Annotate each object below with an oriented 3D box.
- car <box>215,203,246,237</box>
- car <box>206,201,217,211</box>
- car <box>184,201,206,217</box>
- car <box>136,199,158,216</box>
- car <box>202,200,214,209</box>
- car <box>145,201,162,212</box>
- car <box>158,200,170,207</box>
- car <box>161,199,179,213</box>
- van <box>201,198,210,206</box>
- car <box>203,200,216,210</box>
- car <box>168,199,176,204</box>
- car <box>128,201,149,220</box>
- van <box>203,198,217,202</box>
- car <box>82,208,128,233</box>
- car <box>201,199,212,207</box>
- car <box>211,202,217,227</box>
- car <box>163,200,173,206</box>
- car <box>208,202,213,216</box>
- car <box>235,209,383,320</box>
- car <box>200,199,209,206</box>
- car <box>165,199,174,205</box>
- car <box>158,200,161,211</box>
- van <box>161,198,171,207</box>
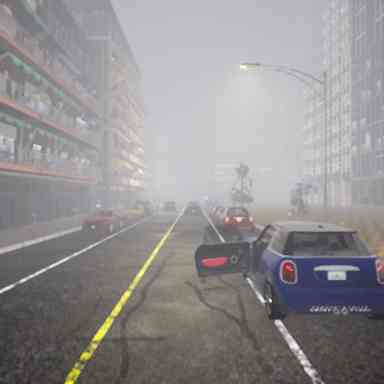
[{"bbox_3d":[2.745,1.662,21.257,1.967,1.590,4.097,0,-1,0],"label":"car"},{"bbox_3d":[2.789,1.985,37.834,1.802,1.307,4.206,0,-1,0],"label":"car"},{"bbox_3d":[0.176,1.950,36.043,1.994,1.385,4.181,0,-1,0],"label":"car"},{"bbox_3d":[-5.593,1.728,37.860,2.192,1.841,5.009,0,-1,0],"label":"car"},{"bbox_3d":[2.848,2.220,59.940,1.947,1.339,4.313,0,-1,0],"label":"car"},{"bbox_3d":[-5.561,2.087,48.910,2.008,1.369,4.403,0,-1,0],"label":"car"},{"bbox_3d":[-5.517,2.273,65.488,1.887,1.381,4.507,0,-1,0],"label":"car"},{"bbox_3d":[-2.886,2.000,45.216,1.837,1.490,4.892,0,-1,0],"label":"car"},{"bbox_3d":[2.875,2.126,70.996,1.690,1.788,3.998,0,-1,0],"label":"van"},{"bbox_3d":[2.834,2.118,54.583,1.752,1.417,4.829,0,-1,0],"label":"car"},{"bbox_3d":[-5.444,2.627,93.119,1.947,1.339,4.313,0,-1,0],"label":"car"},{"bbox_3d":[-5.606,1.875,32.162,1.752,1.417,4.829,0,-1,0],"label":"car"},{"bbox_3d":[2.817,1.868,48.890,1.690,1.788,3.998,0,-1,0],"label":"van"},{"bbox_3d":[-5.635,1.776,21.279,1.887,1.381,4.507,0,-1,0],"label":"car"},{"bbox_3d":[2.862,2.159,65.467,1.967,1.590,4.097,0,-1,0],"label":"car"},{"bbox_3d":[2.760,1.810,26.953,1.752,1.417,4.829,0,-1,0],"label":"car"},{"bbox_3d":[-5.488,2.442,76.540,1.802,1.307,4.206,0,-1,0],"label":"car"},{"bbox_3d":[2.775,1.925,32.309,1.802,1.307,4.206,0,-1,0],"label":"car"},{"bbox_3d":[2.411,1.430,7.647,2.097,1.767,4.553,0,-1,0],"label":"car"},{"bbox_3d":[2.892,2.378,76.688,1.752,1.417,4.829,0,-1,0],"label":"car"},{"bbox_3d":[-5.473,2.509,82.066,1.802,1.307,4.206,0,-1,0],"label":"car"},{"bbox_3d":[-5.575,2.025,43.384,2.008,1.369,4.403,0,-1,0],"label":"car"},{"bbox_3d":[-5.505,2.135,71.018,1.690,1.788,3.998,0,-1,0],"label":"van"}]
